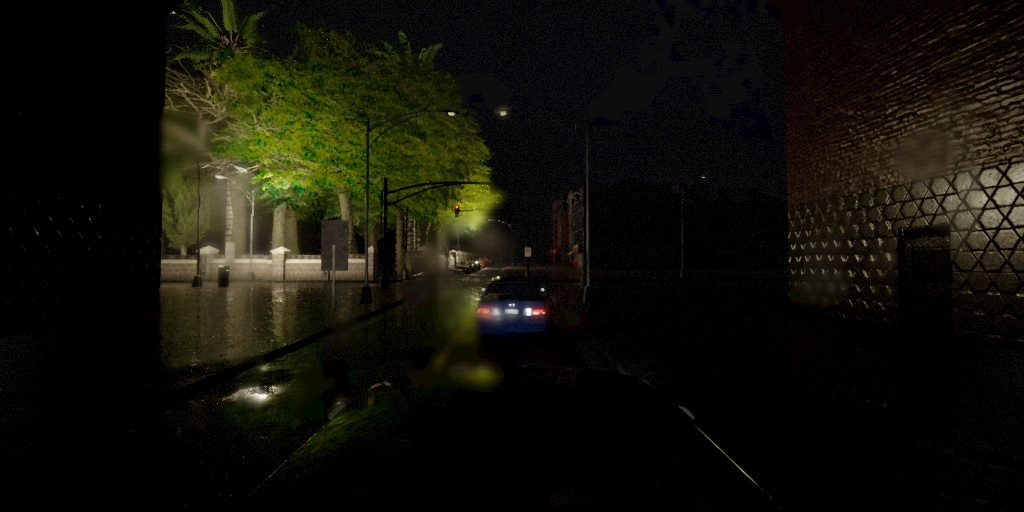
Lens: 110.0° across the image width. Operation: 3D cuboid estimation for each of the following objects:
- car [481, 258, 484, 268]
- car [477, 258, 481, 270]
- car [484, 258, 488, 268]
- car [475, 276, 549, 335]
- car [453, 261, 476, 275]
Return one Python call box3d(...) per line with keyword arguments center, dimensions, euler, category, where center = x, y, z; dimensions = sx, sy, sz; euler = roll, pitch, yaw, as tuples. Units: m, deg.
box3d(center=(-5.560, 1.371, 52.441), dimensions=(1.948, 1.339, 4.313), euler=(0, 0, 0), category="car")
box3d(center=(-5.521, 1.345, 46.991), dimensions=(2.007, 1.370, 4.403), euler=(0, 0, 0), category="car")
box3d(center=(-5.639, 1.417, 63.340), dimensions=(1.802, 1.307, 4.207), euler=(0, 0, 0), category="car")
box3d(center=(0.026, 1.301, 10.532), dimensions=(2.033, 1.411, 5.357), euler=(0, 0, 1), category="car")
box3d(center=(-5.496, 1.333, 39.855), dimensions=(2.007, 1.370, 4.403), euler=(0, 0, 0), category="car")
